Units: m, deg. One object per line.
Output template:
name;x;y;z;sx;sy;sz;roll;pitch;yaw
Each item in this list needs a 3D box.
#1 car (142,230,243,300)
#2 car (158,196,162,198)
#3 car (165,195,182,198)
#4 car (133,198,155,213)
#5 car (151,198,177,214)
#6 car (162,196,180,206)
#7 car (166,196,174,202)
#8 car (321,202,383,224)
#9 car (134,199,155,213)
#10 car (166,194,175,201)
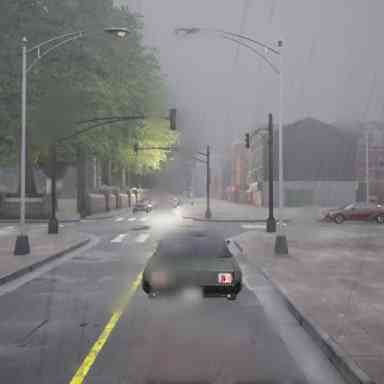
car;0.033;1.605;8.341;1.895;1.301;4.718;0;0;1
car;-5.507;1.597;44.108;2.008;1.369;4.403;1;0;0
car;-3.057;1.600;55.884;1.812;1.442;4.674;0;0;0
car;-5.482;1.585;36.972;2.008;1.369;4.403;1;0;0
car;-2.922;1.633;35.718;1.895;1.301;4.718;0;0;0
car;-2.999;1.651;45.536;1.895;1.301;4.718;0;0;0
car;-5.824;1.733;87.539;1.752;1.417;4.829;1;0;0
car;11.659;1.470;23.623;4.674;1.442;1.812;-1;-1;1
car;-5.521;1.563;38.946;1.752;1.417;4.829;1;0;0
car;-5.861;1.554;93.160;2.192;1.841;5.009;1;0;0
